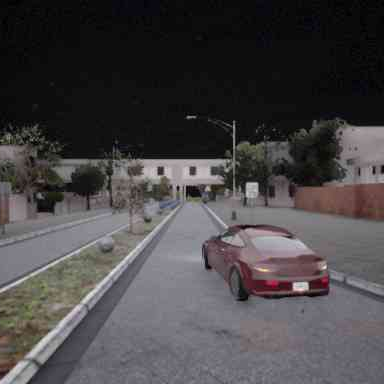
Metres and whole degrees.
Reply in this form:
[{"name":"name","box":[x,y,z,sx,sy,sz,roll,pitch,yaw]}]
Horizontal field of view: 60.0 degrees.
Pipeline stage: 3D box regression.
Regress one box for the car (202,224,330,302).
[{"name":"car","box":[1.535,1.524,8.252,1.812,1.442,4.674,0,0,-11]}]
